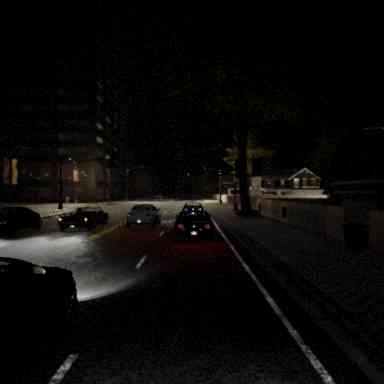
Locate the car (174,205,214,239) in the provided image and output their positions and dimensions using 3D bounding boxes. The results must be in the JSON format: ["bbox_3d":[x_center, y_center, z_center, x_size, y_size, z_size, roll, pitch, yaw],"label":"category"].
[{"bbox_3d":[0.095,1.596,17.439,1.895,1.301,4.718,0,0,0],"label":"car"}]

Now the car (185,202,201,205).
[{"bbox_3d":[0.091,1.592,31.507,1.895,1.301,4.718,0,0,0],"label":"car"}]

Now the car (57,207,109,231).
[{"bbox_3d":[-6.596,1.595,20.601,1.895,1.301,4.718,0,0,0],"label":"car"}]

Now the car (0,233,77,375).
[{"bbox_3d":[-3.151,1.563,4.605,1.994,1.385,4.181,0,0,0],"label":"car"}]

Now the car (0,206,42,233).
[{"bbox_3d":[-9.849,1.520,18.066,1.812,1.442,4.674,0,0,0],"label":"car"}]

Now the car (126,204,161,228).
[{"bbox_3d":[-3.156,1.519,22.122,1.812,1.442,4.674,0,0,0],"label":"car"}]
